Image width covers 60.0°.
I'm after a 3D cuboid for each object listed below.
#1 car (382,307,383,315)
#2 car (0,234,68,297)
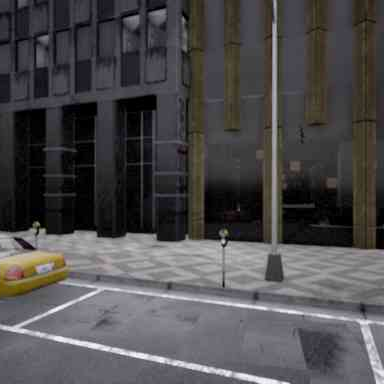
[{"bbox_3d":[4.932,1.528,3.704,4.829,1.417,1.752,0,0,22],"label":"car"},{"bbox_3d":[-5.183,1.530,7.699,4.829,1.417,1.752,0,0,22],"label":"car"}]
